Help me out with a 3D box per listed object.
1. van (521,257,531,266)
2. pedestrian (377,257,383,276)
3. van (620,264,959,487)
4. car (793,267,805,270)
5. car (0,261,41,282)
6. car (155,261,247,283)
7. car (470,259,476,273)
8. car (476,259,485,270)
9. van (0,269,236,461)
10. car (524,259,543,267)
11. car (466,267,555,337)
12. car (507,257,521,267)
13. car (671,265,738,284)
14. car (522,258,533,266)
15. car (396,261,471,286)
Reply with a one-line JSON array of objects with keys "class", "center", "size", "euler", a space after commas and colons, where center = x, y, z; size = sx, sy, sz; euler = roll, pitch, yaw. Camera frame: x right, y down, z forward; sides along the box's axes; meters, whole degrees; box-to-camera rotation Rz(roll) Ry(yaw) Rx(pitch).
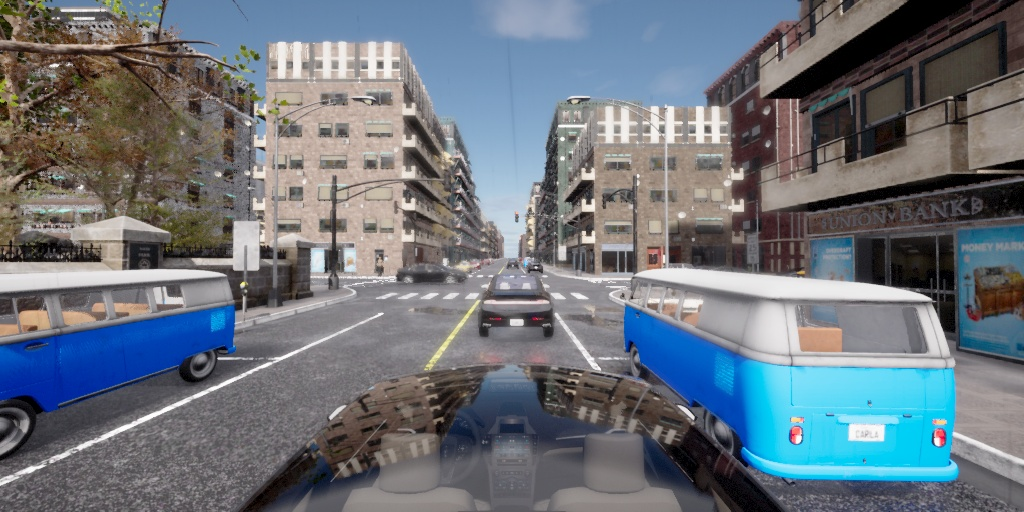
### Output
[{"class": "van", "center": [2.734, 1.112, 59.422], "size": [1.690, 1.789, 3.998], "euler": [0, 0, 0]}, {"class": "pedestrian", "center": [-12.515, 0.967, 33.948], "size": [0.375, 1.860, 0.375], "euler": [0, -1, 1]}, {"class": "van", "center": [2.661, 1.092, 4.549], "size": [1.690, 1.789, 3.998], "euler": [0, 0, 0]}, {"class": "car", "center": [25.030, 1.414, 27.934], "size": [5.008, 1.535, 1.882], "euler": [0, -1, 1]}, {"class": "car", "center": [-37.540, 1.080, 25.526], "size": [5.357, 1.411, 2.033], "euler": [0, -1, 1]}, {"class": "car", "center": [-21.867, 1.124, 25.325], "size": [4.892, 1.490, 1.837], "euler": [0, -1, 1]}, {"class": "car", "center": [-5.659, 1.289, 42.331], "size": [1.751, 1.417, 4.829], "euler": [0, 0, 0]}, {"class": "car", "center": [-5.652, 1.208, 53.786], "size": [1.967, 1.591, 4.097], "euler": [0, 0, 0]}, {"class": "van", "center": [-5.654, 1.091, 4.556], "size": [1.690, 1.789, 3.998], "euler": [0, 0, 0]}, {"class": "car", "center": [2.721, 1.330, 42.495], "size": [1.948, 1.339, 4.313], "euler": [0, 0, 0]}, {"class": "car", "center": [0.106, 1.244, 10.280], "size": [2.128, 1.511, 4.902], "euler": [0, 0, 0]}, {"class": "car", "center": [0.143, 1.296, 57.943], "size": [1.812, 1.442, 4.674], "euler": [0, 0, 0]}, {"class": "car", "center": [14.973, 1.443, 28.062], "size": [4.181, 1.385, 1.994], "euler": [0, -1, 1]}, {"class": "car", "center": [2.725, 1.317, 48.138], "size": [2.007, 1.370, 4.403], "euler": [0, 0, 0]}, {"class": "car", "center": [-5.591, 1.266, 25.097], "size": [4.892, 1.490, 1.837], "euler": [-1, 0, 1]}]
